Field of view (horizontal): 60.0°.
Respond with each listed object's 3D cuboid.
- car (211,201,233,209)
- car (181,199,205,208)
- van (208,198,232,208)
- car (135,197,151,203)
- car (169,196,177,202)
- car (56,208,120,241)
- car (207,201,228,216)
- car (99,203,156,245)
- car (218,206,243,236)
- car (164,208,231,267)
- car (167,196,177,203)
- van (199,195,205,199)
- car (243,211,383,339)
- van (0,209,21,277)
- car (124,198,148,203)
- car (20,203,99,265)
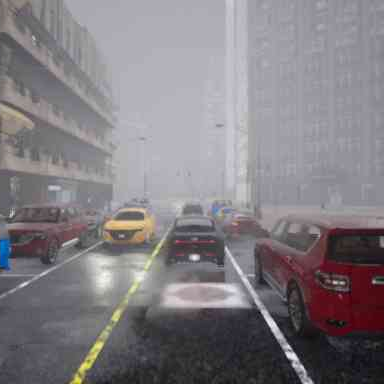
[{"bbox_3d":[2.552,1.608,23.352,1.752,1.417,4.829,0,0,0],"label":"car"},{"bbox_3d":[0.070,1.613,29.682,1.837,1.490,4.892,0,-1,0],"label":"car"},{"bbox_3d":[2.548,1.445,28.717,1.690,1.788,3.998,0,0,0],"label":"van"},{"bbox_3d":[-5.336,1.444,34.240,2.192,1.841,5.009,0,0,0],"label":"car"},{"bbox_3d":[-5.391,1.909,94.346,1.967,1.590,4.097,0,0,0],"label":"car"},{"bbox_3d":[-5.323,1.612,17.633,2.008,1.369,4.403,0,0,0],"label":"car"},{"bbox_3d":[2.542,1.655,34.423,1.752,1.417,4.829,0,0,0],"label":"car"},{"bbox_3d":[-2.860,1.532,16.032,1.882,1.535,5.008,0,0,0],"label":"car"},{"bbox_3d":[2.557,1.642,17.646,1.802,1.307,4.206,0,0,0],"label":"car"},{"bbox_3d":[0.080,1.546,11.597,1.837,1.490,4.892,0,0,0],"label":"car"},{"bbox_3d":[-5.381,1.919,83.070,1.752,1.417,4.829,0,0,0],"label":"car"},{"bbox_3d":[2.500,1.735,83.248,1.690,1.788,3.998,0,0,0],"label":"van"},{"bbox_3d":[2.568,1.337,6.575,2.192,1.841,5.009,0,0,0],"label":"car"},{"bbox_3d":[-5.312,1.364,6.561,1.690,1.788,3.998,0,0,0],"label":"van"},{"bbox_3d":[-5.332,1.545,28.704,1.967,1.590,4.097,0,0,0],"label":"car"},{"bbox_3d":[-5.317,1.356,12.097,2.192,1.841,5.009,0,0,0],"label":"car"}]
